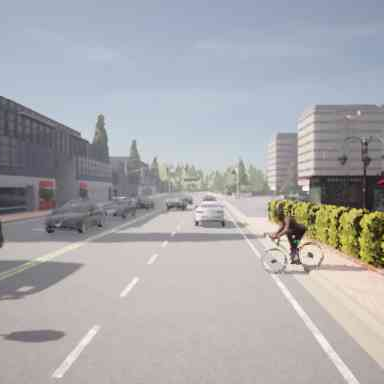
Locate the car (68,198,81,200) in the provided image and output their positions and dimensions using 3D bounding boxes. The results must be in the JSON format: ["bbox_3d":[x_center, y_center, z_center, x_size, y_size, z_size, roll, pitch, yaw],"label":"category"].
[{"bbox_3d":[-9.202,1.292,26.312,1.837,1.490,4.892,0,0,3],"label":"car"}]

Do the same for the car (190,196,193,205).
[{"bbox_3d":[-0.882,1.178,49.983,1.895,1.301,4.718,0,0,3],"label":"car"}]

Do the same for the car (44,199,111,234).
[{"bbox_3d":[-6.224,1.346,18.192,1.837,1.490,4.892,0,0,3],"label":"car"}]

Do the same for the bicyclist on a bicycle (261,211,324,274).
[{"bbox_3d":[2.569,1.289,8.755,1.656,1.620,0.582,-9,1,2],"label":"bicyclist on a bicycle"}]

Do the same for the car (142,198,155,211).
[{"bbox_3d":[-5.230,1.295,35.582,1.895,1.301,4.718,0,1,3],"label":"car"}]

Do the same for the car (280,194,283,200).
[{"bbox_3d":[17.169,0.700,55.853,4.605,1.855,1.932,0,0,2],"label":"car"}]

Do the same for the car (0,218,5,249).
[{"bbox_3d":[-6.784,1.149,7.684,2.150,2.045,5.566,0,0,3],"label":"car"}]

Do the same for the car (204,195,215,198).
[{"bbox_3d":[2.343,1.157,44.106,1.812,1.442,4.674,0,0,5],"label":"car"}]

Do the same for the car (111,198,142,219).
[{"bbox_3d":[-5.700,1.268,26.245,2.128,1.511,4.902,0,0,3],"label":"car"}]

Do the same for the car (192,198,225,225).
[{"bbox_3d":[1.181,1.341,21.990,1.812,1.442,4.674,0,0,3],"label":"car"}]

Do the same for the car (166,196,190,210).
[{"bbox_3d":[-1.586,1.291,36.482,1.895,1.301,4.718,0,0,3],"label":"car"}]

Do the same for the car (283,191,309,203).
[{"bbox_3d":[17.035,0.727,52.961,3.866,1.878,1.905,0,0,2],"label":"car"}]
